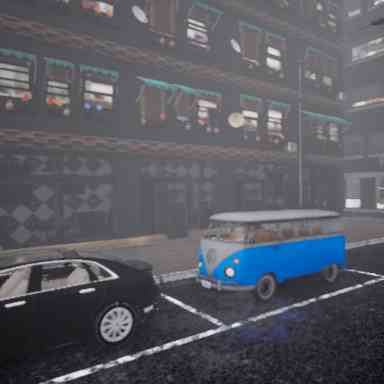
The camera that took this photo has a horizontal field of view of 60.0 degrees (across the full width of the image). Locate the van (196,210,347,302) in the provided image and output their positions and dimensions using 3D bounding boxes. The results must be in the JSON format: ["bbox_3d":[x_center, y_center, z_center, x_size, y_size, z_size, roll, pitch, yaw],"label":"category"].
[{"bbox_3d":[1.998,1.339,7.960,3.998,1.788,1.690,0,-1,-35],"label":"van"}]

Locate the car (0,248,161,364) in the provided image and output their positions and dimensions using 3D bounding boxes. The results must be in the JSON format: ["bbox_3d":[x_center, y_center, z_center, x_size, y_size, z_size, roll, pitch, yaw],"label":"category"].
[{"bbox_3d":[-2.561,1.551,4.704,4.403,1.369,2.008,0,-1,-35],"label":"car"}]
